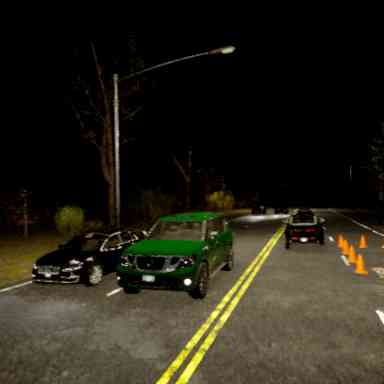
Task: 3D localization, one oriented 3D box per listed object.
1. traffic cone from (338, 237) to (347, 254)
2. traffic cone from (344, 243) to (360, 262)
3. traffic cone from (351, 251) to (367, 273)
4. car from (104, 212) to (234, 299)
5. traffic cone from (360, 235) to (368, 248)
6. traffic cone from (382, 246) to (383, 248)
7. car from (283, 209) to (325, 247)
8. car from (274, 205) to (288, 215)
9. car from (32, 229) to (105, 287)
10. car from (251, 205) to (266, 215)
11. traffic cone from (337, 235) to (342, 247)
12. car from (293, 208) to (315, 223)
[{"bbox_3d":[6.824,2.419,14.766,0.340,0.580,0.340,-2,-2,18],"label":"traffic cone"},{"bbox_3d":[6.188,2.383,12.870,0.340,0.580,0.340,-2,-2,18],"label":"traffic cone"},{"bbox_3d":[5.553,2.348,10.975,0.340,0.580,0.340,-2,-2,18],"label":"traffic cone"},{"bbox_3d":[-0.158,1.719,10.410,2.150,2.045,5.566,-2,-2,18],"label":"car"},{"bbox_3d":[8.407,2.426,16.345,0.340,0.580,0.340,-2,-2,18],"label":"traffic cone"},{"bbox_3d":[9.355,2.398,16.028,0.340,0.580,0.340,-2,-2,18],"label":"traffic cone"},{"bbox_3d":[5.994,1.912,17.850,1.837,1.490,4.892,-3,0,19],"label":"car"},{"bbox_3d":[13.773,2.757,51.315,1.812,1.442,4.674,-2,-2,19],"label":"car"},{"bbox_3d":[-3.218,2.094,11.474,1.837,1.490,4.892,-2,-2,19],"label":"car"},{"bbox_3d":[10.352,2.798,51.380,2.128,1.511,4.902,-2,-1,19],"label":"car"},{"bbox_3d":[7.459,2.454,16.663,0.340,0.580,0.340,-2,-2,18],"label":"traffic cone"},{"bbox_3d":[11.803,2.433,34.985,1.994,1.385,4.181,-2,-2,19],"label":"car"}]
